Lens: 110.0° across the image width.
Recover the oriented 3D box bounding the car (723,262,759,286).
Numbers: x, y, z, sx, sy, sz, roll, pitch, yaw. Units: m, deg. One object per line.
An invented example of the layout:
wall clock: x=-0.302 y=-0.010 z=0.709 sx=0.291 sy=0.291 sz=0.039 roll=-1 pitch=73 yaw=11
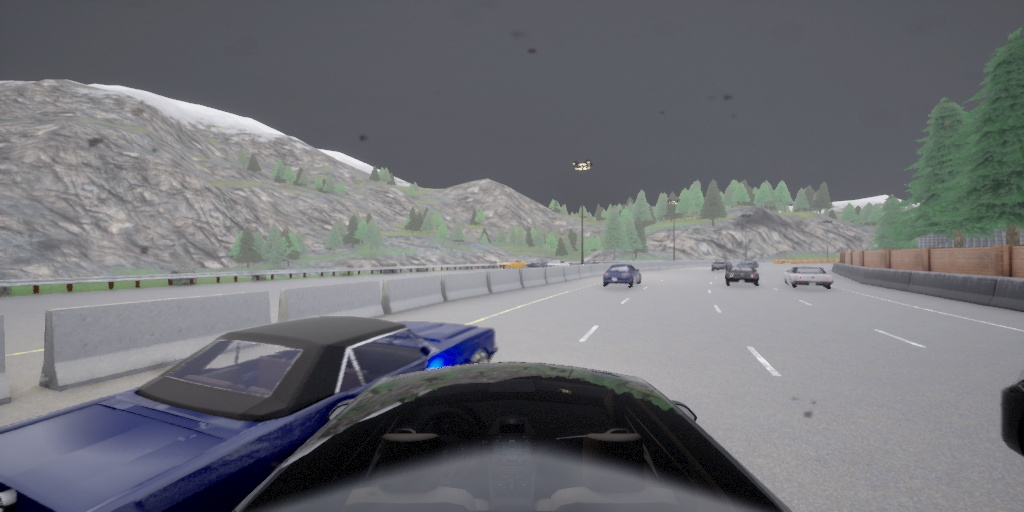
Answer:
car: x=16.277 y=1.350 z=25.456 sx=1.895 sy=1.301 sz=4.718 roll=0 pitch=0 yaw=31

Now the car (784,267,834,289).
car: x=18.978 y=1.350 z=23.160 sx=1.895 sy=1.301 sz=4.718 roll=0 pitch=0 yaw=31

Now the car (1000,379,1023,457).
car: x=4.257 y=0.971 z=0.389 sx=2.150 sy=2.045 sz=5.566 roll=0 pitch=0 yaw=20

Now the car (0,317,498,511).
car: x=-1.842 y=1.351 z=4.028 sx=1.895 sy=1.301 sz=4.718 roll=0 pitch=0 yaw=21

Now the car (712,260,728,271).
car: x=27.831 y=1.240 z=47.415 sx=2.128 sy=1.511 sz=4.902 roll=0 pitch=0 yaw=41

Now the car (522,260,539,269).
car: x=4.126 y=1.297 z=51.576 sx=2.033 sy=1.411 sz=5.357 roll=0 pitch=0 yaw=37

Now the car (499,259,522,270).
car: x=0.058 y=1.227 z=51.928 sx=1.882 sy=1.535 sz=5.008 roll=0 pitch=0 yaw=36

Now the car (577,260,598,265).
car: x=10.150 y=1.297 z=47.952 sx=2.033 sy=1.411 sz=5.357 roll=0 pitch=0 yaw=37

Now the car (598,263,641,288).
car: x=7.396 y=1.275 z=23.953 sx=1.812 sy=1.442 sz=4.674 roll=0 pitch=0 yaw=29

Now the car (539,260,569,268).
car: x=6.027 y=1.275 z=48.248 sx=1.812 sy=1.442 sz=4.674 roll=0 pitch=0 yaw=36
